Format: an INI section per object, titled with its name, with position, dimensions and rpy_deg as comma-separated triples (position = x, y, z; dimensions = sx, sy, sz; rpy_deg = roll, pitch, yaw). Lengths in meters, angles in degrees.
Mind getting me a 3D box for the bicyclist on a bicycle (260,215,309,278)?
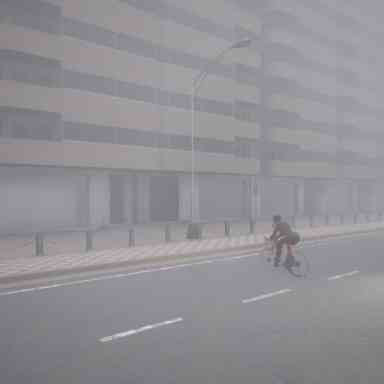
[bicyclist on a bicycle]
position = 2.470, 1.455, 9.072
dimensions = 0.582, 1.620, 1.656
rpy_deg = 0, -2, -35
